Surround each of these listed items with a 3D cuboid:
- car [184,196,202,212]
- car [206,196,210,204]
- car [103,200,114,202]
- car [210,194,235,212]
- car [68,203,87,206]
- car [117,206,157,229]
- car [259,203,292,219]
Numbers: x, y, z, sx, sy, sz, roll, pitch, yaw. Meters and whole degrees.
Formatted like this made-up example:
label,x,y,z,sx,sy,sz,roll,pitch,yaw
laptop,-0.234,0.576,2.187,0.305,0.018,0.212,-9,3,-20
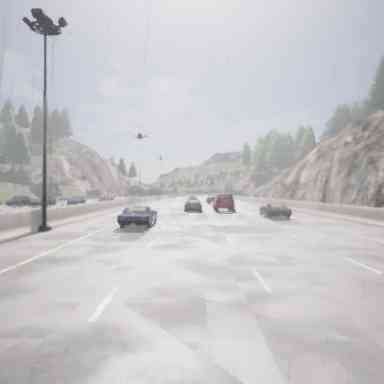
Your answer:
label,x,y,z,sx,sy,sz,roll,pitch,yaw
car,0.123,1.512,38.136,1.994,1.385,4.181,0,0,0
car,3.629,1.461,62.847,1.812,1.442,4.674,0,0,0
car,-14.001,1.339,55.100,2.128,1.511,4.902,0,0,1
car,3.638,1.190,38.604,2.150,2.045,5.566,0,0,0
car,-17.502,1.351,51.106,1.812,1.442,4.674,0,0,1
car,-3.363,1.551,21.312,1.895,1.301,4.718,0,0,0
car,7.199,1.604,29.179,1.895,1.301,4.718,0,0,0
